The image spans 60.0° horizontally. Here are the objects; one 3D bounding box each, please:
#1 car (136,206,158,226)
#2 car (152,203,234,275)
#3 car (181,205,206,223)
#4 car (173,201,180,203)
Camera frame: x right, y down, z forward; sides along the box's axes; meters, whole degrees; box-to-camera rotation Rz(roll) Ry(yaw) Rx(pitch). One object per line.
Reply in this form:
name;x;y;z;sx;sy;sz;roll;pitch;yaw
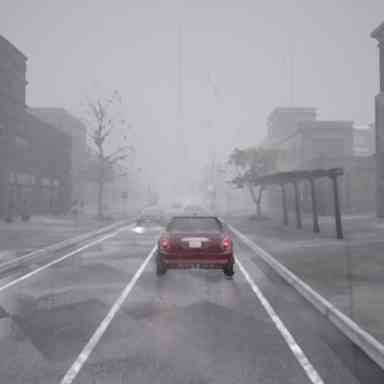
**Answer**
car;-3.099;1.807;25.791;1.812;1.442;4.674;0;-1;0
car;0.090;1.398;10.755;2.097;1.767;4.553;0;0;0
car;0.100;1.899;29.679;2.033;1.411;5.357;0;-1;0
car;-3.007;2.551;66.228;1.994;1.385;4.181;0;-1;0
